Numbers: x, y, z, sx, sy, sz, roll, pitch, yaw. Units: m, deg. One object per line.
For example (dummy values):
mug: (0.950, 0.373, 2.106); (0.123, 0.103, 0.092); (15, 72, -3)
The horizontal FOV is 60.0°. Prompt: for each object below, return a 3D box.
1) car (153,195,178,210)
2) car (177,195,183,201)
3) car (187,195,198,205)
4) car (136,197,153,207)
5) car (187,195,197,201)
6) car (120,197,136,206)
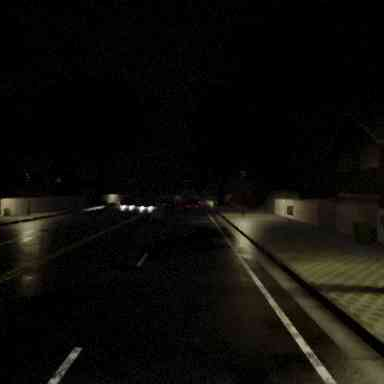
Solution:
car: (-3.150, 1.463, 40.801); (2.033, 1.411, 5.357); (0, 0, 0)
car: (-3.248, 1.389, 76.513); (1.812, 1.442, 4.674); (0, 0, 0)
car: (0.101, 1.416, 57.765); (1.812, 1.442, 4.674); (0, 0, 0)
car: (-6.563, 1.468, 48.733); (1.994, 1.385, 4.181); (0, 0, 0)
car: (0.002, 1.386, 78.711); (2.128, 1.511, 4.902); (0, 0, 0)
car: (-9.807, 1.463, 51.673); (1.994, 1.385, 4.181); (0, 0, 0)
